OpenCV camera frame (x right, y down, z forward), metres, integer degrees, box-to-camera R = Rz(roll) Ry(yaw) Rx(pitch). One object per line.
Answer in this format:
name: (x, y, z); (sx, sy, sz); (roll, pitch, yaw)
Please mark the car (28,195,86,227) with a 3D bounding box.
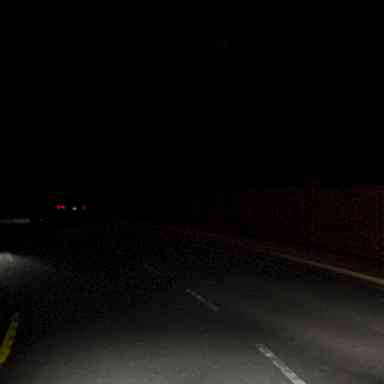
car: (-9.636, 1.249, 23.635); (5.566, 2.045, 2.150); (-2, -1, 44)
